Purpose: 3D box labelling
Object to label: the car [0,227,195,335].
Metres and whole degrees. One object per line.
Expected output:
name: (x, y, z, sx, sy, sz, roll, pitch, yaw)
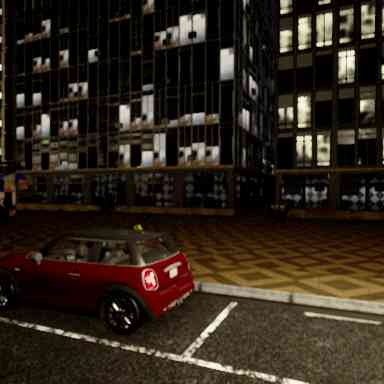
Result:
car: (-2.107, 1.445, 6.624, 4.097, 1.590, 1.967, 0, 0, 23)
